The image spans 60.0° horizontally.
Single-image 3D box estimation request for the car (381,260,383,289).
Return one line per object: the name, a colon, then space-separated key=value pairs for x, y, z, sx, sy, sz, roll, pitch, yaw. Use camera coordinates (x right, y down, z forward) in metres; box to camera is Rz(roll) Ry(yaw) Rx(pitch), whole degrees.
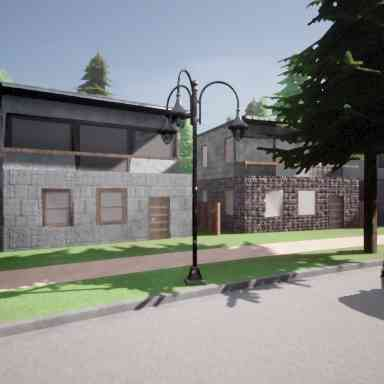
car: x=6.297 y=1.352 z=7.192 sx=4.553 sy=1.767 sz=2.097 roll=0 pitch=0 yaw=-26
